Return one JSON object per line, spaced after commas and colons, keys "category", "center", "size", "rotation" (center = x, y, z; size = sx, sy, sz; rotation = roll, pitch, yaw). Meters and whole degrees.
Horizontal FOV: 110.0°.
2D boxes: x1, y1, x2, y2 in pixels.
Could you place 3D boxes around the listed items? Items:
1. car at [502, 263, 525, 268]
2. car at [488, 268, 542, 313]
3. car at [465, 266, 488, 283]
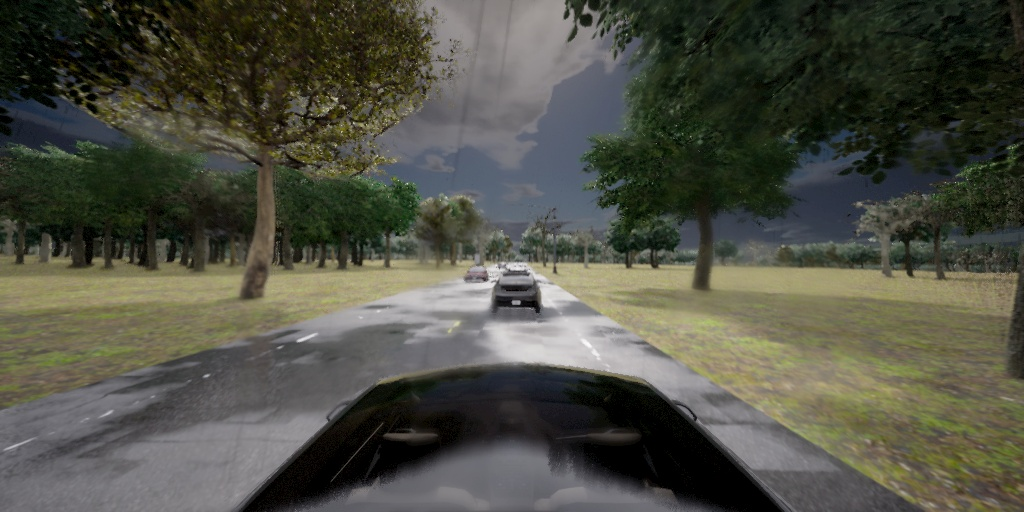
{"category": "car", "center": [0.499, 1.628, 32.661], "size": [2.128, 1.511, 4.902], "rotation": [0, -1, 1]}
{"category": "car", "center": [0.183, 1.417, 14.975], "size": [1.837, 1.490, 4.892], "rotation": [0, -1, 1]}
{"category": "car", "center": [-3.189, 1.671, 33.200], "size": [1.812, 1.442, 4.674], "rotation": [0, -1, 1]}
